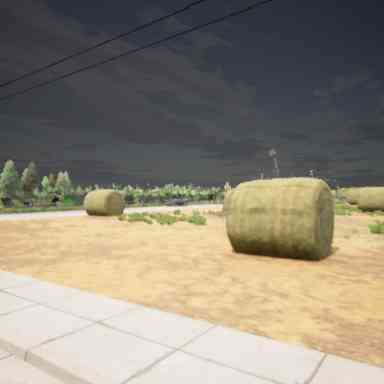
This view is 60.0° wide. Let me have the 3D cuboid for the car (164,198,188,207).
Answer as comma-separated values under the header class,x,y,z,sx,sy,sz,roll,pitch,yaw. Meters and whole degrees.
class,x,y,z,sx,sy,sz,roll,pitch,yaw
car,-2.742,1.860,57.948,1.837,1.490,4.892,-1,-1,39
